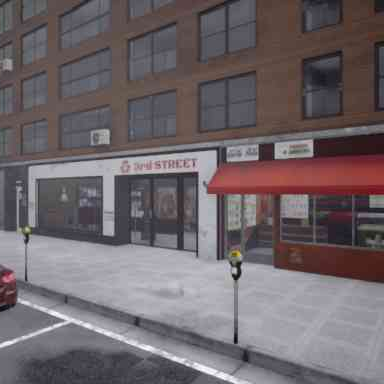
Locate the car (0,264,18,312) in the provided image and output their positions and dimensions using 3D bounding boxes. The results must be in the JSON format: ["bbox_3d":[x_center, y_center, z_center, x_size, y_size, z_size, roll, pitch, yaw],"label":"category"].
[{"bbox_3d":[-4.934,1.582,6.331,4.206,1.307,1.802,0,0,36],"label":"car"}]
